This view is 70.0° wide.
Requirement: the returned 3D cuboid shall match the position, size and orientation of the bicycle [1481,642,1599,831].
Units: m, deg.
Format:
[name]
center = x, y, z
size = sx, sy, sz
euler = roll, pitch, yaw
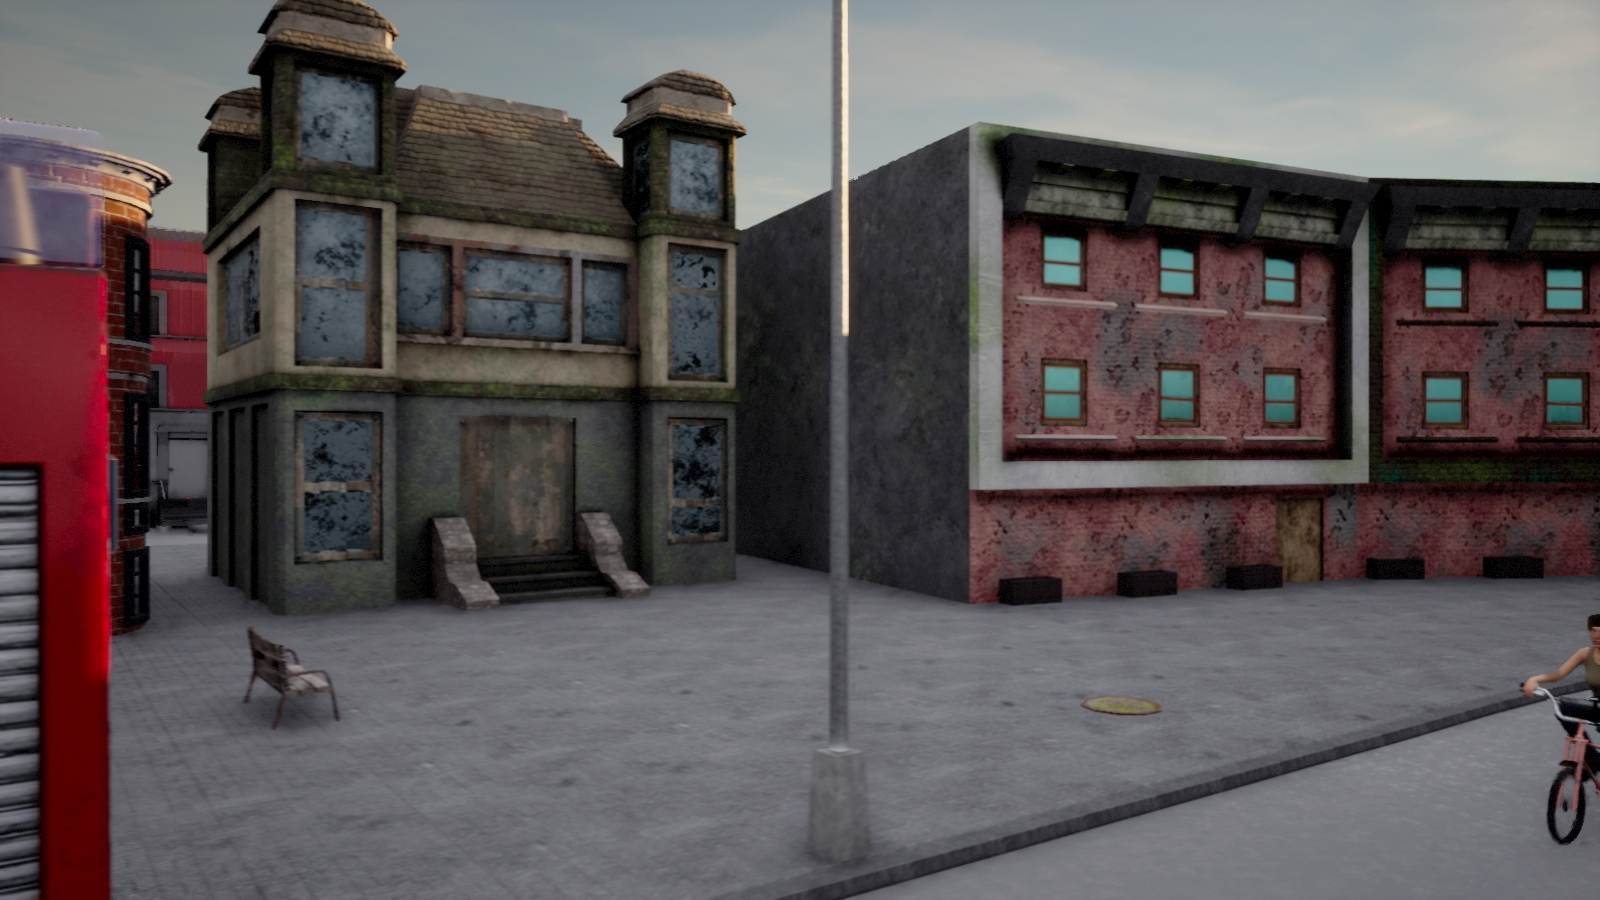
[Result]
[bicycle]
center = 5.792, 2.033, 8.313
size = 1.487, 1.080, 0.859
euler = 3, -2, -34
